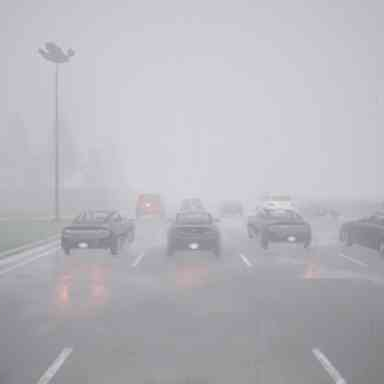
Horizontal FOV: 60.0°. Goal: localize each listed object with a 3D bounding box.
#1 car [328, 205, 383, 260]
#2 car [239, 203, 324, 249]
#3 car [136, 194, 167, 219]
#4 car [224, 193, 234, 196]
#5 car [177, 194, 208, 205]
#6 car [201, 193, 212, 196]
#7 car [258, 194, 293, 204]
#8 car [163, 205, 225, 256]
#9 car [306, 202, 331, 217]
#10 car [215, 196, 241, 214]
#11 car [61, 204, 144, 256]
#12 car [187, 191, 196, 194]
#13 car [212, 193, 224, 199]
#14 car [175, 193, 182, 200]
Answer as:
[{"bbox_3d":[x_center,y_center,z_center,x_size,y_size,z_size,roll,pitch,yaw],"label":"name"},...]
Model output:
[{"bbox_3d":[7.069,1.460,11.988,2.128,1.511,4.902,0,0,0],"label":"car"},{"bbox_3d":[3.578,1.453,14.332,2.128,1.511,4.902,0,0,0],"label":"car"},{"bbox_3d":[-3.438,1.144,28.638,2.150,2.045,5.566,0,0,0],"label":"car"},{"bbox_3d":[10.429,1.252,89.828,1.837,1.490,4.892,0,0,0],"label":"car"},{"bbox_3d":[0.061,1.274,29.310,2.097,1.767,4.553,0,0,0],"label":"car"},{"bbox_3d":[3.429,1.277,89.789,2.128,1.511,4.902,0,0,0],"label":"car"},{"bbox_3d":[7.065,1.143,28.641,2.150,2.045,5.566,0,0,0],"label":"car"},{"bbox_3d":[0.073,1.469,13.017,1.837,1.490,4.892,0,0,0],"label":"car"},{"bbox_3d":[10.560,1.526,27.924,1.895,1.301,4.718,0,0,0],"label":"car"},{"bbox_3d":[3.565,1.394,31.140,1.882,1.535,5.008,0,0,0],"label":"car"},{"bbox_3d":[-3.427,1.458,12.925,2.128,1.511,4.902,0,0,0],"label":"car"},{"bbox_3d":[-0.070,0.964,89.432,2.150,2.045,5.566,0,0,0],"label":"car"},{"bbox_3d":[6.929,1.304,90.209,1.994,1.385,4.181,0,0,0],"label":"car"},{"bbox_3d":[-3.570,1.232,89.400,1.882,1.535,5.008,0,0,0],"label":"car"}]
